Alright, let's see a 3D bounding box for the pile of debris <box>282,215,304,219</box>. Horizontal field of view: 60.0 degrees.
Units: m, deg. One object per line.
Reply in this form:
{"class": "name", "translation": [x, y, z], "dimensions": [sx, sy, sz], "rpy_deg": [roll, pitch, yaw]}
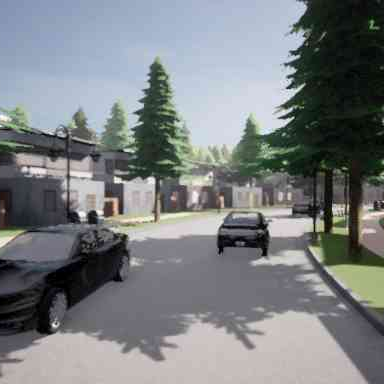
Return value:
{"class": "pile of debris", "translation": [9.215, 2.277, 30.380], "dimensions": [1.500, 0.140, 1.860], "rpy_deg": [0, 0, 32]}

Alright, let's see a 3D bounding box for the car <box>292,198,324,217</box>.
{"class": "car", "translation": [11.484, 1.611, 33.148], "dimensions": [2.128, 1.511, 4.902], "rpy_deg": [0, 0, 35]}

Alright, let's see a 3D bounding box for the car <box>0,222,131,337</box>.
{"class": "car", "translation": [-2.826, 1.470, 7.039], "dimensions": [1.882, 1.535, 5.008], "rpy_deg": [0, 0, 8]}

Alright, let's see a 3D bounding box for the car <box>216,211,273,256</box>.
{"class": "car", "translation": [2.204, 1.525, 13.513], "dimensions": [2.128, 1.511, 4.902], "rpy_deg": [0, 0, 14]}
